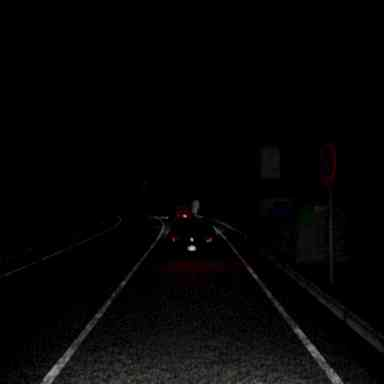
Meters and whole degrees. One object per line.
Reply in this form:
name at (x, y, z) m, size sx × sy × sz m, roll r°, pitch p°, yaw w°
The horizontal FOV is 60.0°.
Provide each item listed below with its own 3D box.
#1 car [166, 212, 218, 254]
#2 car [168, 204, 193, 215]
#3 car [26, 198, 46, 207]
car at (-0.001, 1.738, 14.102) m, size 1.895 × 1.301 × 4.718 m, roll 0°, pitch -1°, yaw 0°
car at (-1.022, 1.818, 29.606) m, size 1.812 × 1.442 × 4.674 m, roll 0°, pitch 0°, yaw -10°
car at (-28.396, 1.829, 59.547) m, size 4.902 × 1.511 × 2.128 m, roll 0°, pitch -1°, yaw 24°
